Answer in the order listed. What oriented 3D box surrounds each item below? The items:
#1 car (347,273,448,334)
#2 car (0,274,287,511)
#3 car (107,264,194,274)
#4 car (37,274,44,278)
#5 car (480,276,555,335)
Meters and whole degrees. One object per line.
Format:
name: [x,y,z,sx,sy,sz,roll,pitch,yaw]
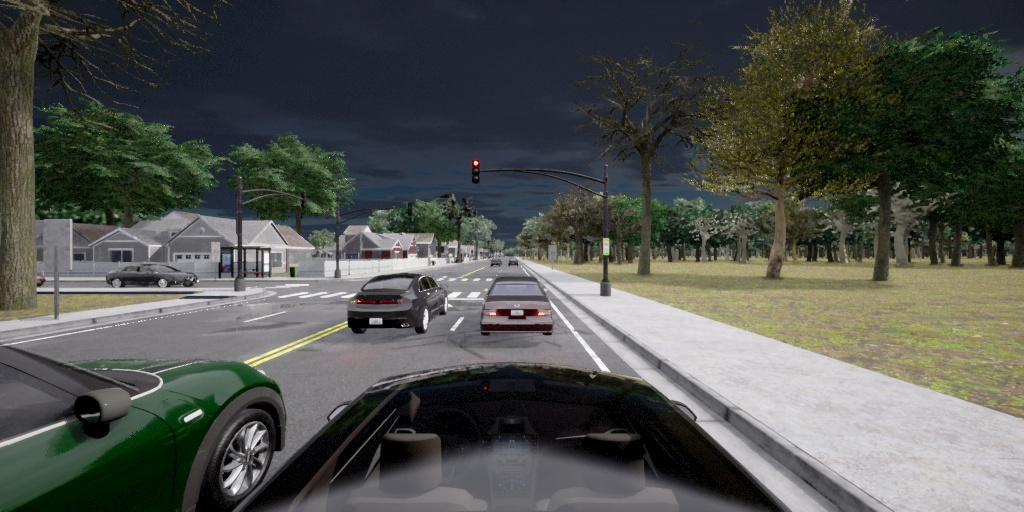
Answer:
car: [-3.138,1.254,10.674,1.837,1.490,4.892,0,0,0]
car: [-3.149,1.102,1.476,2.097,1.767,4.553,0,0,0]
car: [-22.897,1.285,22.921,4.892,1.490,1.837,0,0,0]
car: [-33.067,1.324,23.010,4.674,1.442,1.812,0,0,0]
car: [0.119,1.297,10.421,2.033,1.411,5.357,0,0,0]
